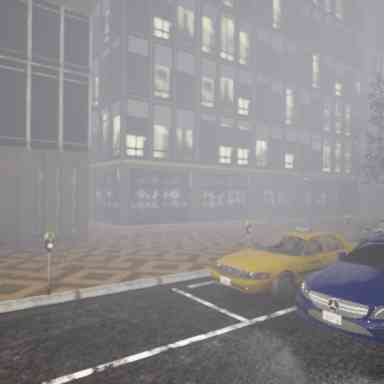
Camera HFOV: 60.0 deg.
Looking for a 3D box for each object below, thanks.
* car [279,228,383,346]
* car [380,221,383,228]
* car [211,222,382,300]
[{"bbox_3d":[3.933,1.587,6.191,4.674,1.442,1.812,1,0,-36],"label":"car"},{"bbox_3d":[7.450,1.667,11.883,4.403,1.369,2.008,1,0,-36],"label":"car"},{"bbox_3d":[2.679,1.589,8.474,4.829,1.417,1.752,1,0,-36],"label":"car"}]
